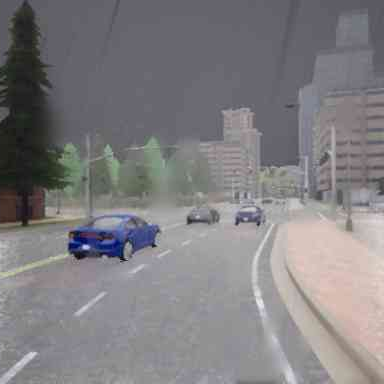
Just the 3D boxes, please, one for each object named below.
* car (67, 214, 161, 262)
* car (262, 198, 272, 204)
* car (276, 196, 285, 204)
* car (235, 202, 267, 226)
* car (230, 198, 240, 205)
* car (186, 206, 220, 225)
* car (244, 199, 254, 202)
[{"bbox_3d":[-2.744,1.607,12.911,1.882,1.535,5.008,0,0,14],"label":"car"},{"bbox_3d":[19.201,2.330,85.903,1.882,1.535,5.008,0,-1,17],"label":"car"},{"bbox_3d":[22.561,2.068,84.924,2.150,2.045,5.566,0,-1,17],"label":"car"},{"bbox_3d":[4.569,1.784,25.810,1.812,1.442,4.674,0,0,19],"label":"car"},{"bbox_3d":[10.426,2.332,80.985,2.128,1.511,4.902,0,-1,17],"label":"car"},{"bbox_3d":[0.980,1.829,26.485,1.994,1.385,4.181,0,-1,16],"label":"car"},{"bbox_3d":[13.780,2.323,79.983,2.128,1.511,4.902,0,-1,17],"label":"car"}]
